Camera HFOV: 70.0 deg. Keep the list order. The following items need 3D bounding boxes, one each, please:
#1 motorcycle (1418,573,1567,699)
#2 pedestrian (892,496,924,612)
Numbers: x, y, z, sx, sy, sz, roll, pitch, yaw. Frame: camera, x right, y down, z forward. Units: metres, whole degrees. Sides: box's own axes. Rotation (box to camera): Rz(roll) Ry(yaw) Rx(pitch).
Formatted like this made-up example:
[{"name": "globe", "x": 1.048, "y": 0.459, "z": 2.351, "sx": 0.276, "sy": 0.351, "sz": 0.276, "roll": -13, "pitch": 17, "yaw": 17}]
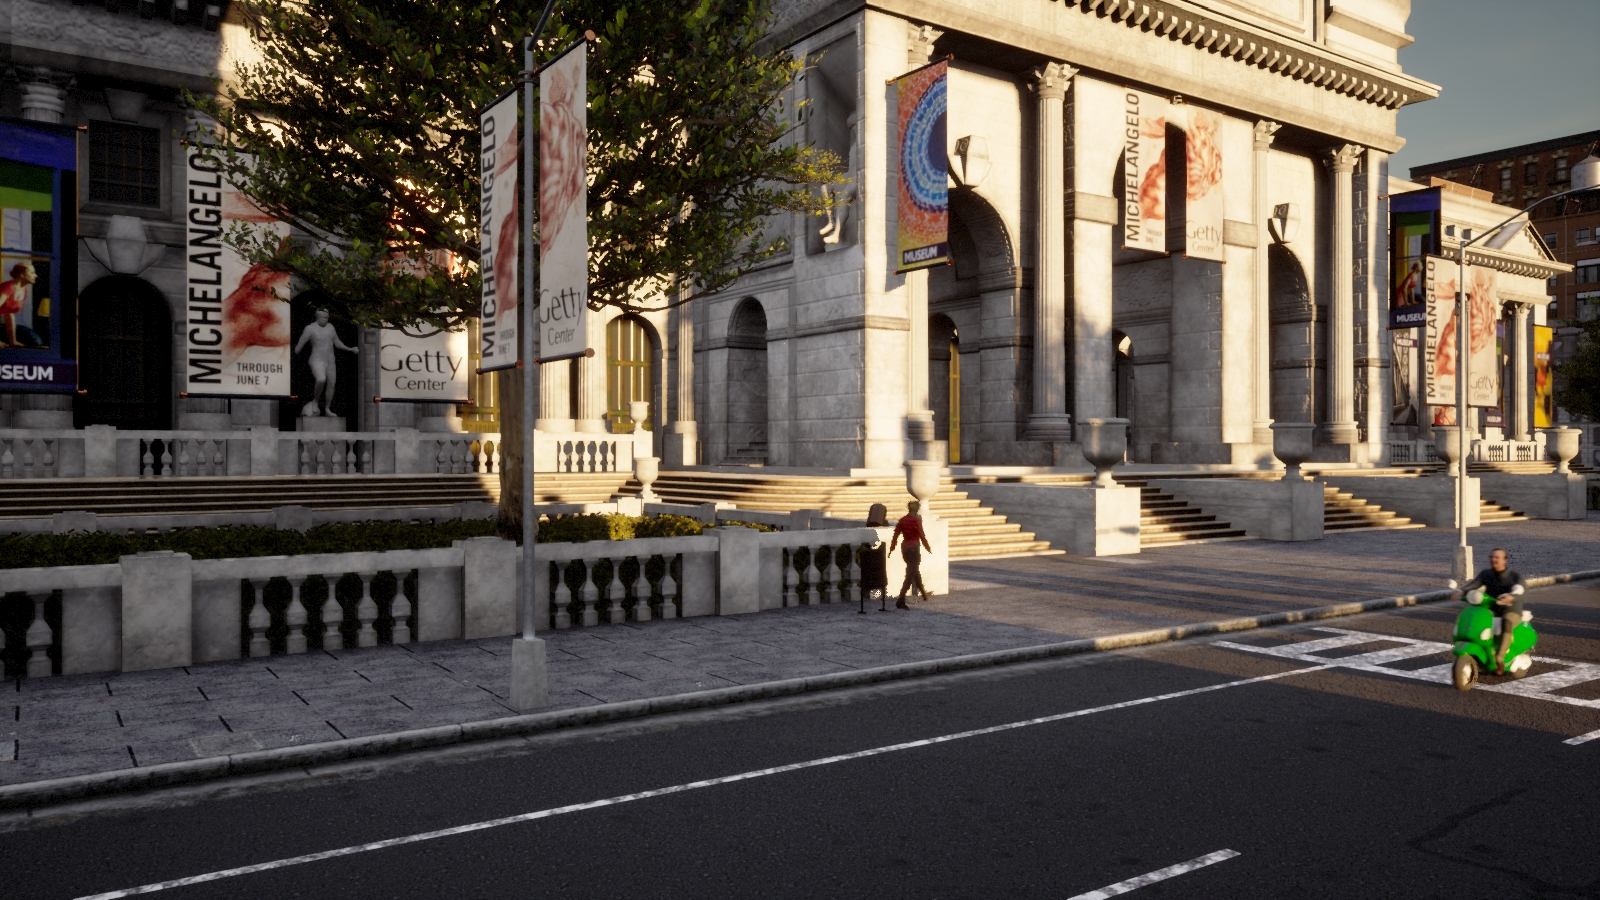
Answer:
[{"name": "motorcycle", "x": 8.317, "y": 2.182, "z": 13.710, "sx": 1.805, "sy": 1.236, "sz": 0.856, "roll": 0, "pitch": 0, "yaw": -34}, {"name": "pedestrian", "x": 1.780, "y": 1.696, "z": 18.835, "sx": 0.375, "sy": 1.860, "sz": 0.375, "roll": 0, "pitch": 0, "yaw": -45}]
